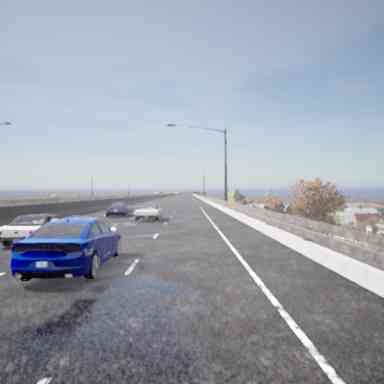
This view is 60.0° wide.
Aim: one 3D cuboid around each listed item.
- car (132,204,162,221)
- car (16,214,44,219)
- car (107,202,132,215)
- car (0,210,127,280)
[{"bbox_3d":[-3.643,1.709,28.596,1.895,1.301,4.718,0,0,-1],"label":"car"},{"bbox_3d":[-7.027,1.682,15.570,1.895,1.301,4.718,0,0,-1],"label":"car"},{"bbox_3d":[-7.186,1.702,33.230,1.994,1.385,4.181,0,0,-1],"label":"car"},{"bbox_3d":[-3.478,1.526,10.130,1.882,1.535,5.008,0,0,-1],"label":"car"}]
